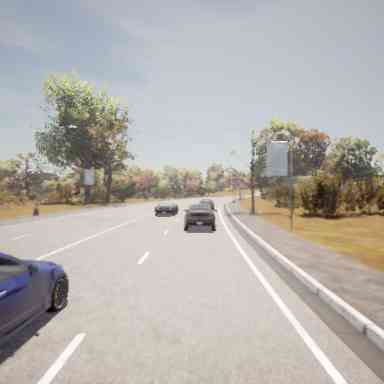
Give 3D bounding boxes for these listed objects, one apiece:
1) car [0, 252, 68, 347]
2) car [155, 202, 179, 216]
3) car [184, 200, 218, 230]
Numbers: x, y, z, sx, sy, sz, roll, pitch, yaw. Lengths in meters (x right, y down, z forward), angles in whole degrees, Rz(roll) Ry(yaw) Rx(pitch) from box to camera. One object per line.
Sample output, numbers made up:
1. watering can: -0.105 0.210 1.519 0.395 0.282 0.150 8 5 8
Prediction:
1. car: -3.369 1.521 4.675 1.812 1.442 4.674 0 0 1
2. car: -2.378 1.597 32.735 1.895 1.301 4.718 0 0 4
3. car: 0.528 1.505 20.982 1.837 1.490 4.892 0 0 2
